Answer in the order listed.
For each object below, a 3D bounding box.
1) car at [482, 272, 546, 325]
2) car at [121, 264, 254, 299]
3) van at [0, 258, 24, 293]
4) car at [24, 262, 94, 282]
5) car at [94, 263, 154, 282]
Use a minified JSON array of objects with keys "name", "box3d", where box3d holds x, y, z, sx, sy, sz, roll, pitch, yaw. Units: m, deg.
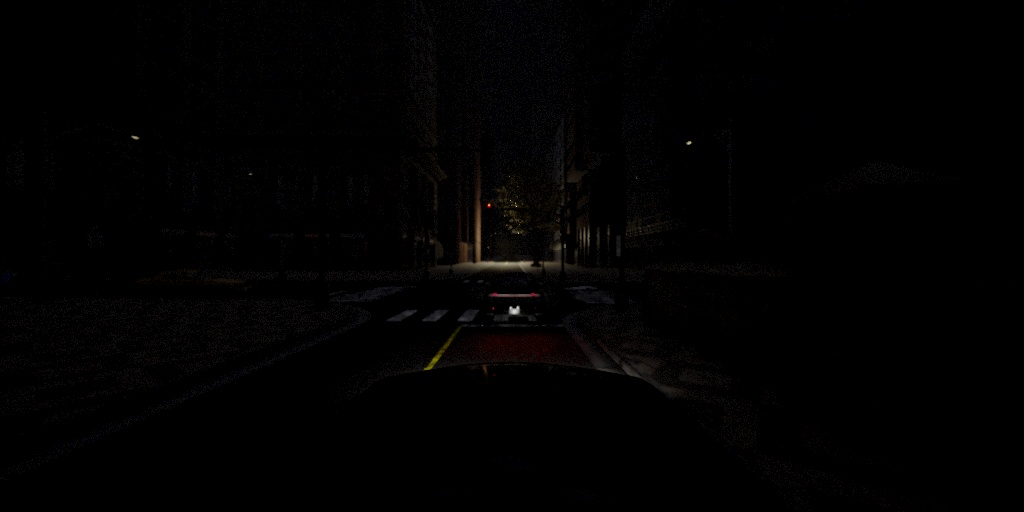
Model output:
[{"name":"car","box3d":[0.081,1.293,12.088,2.128,1.511,4.902,0,0,0]},{"name":"car","box3d":[-14.923,1.221,16.877,4.829,1.417,1.751,0,0,0]},{"name":"van","box3d":[-26.334,0.915,16.957,3.998,1.789,1.690,0,0,0]},{"name":"car","box3d":[-31.901,1.091,25.522,4.507,1.381,1.888,0,0,0]},{"name":"car","box3d":[-26.283,1.181,25.482,4.313,1.339,1.948,0,0,0]}]
